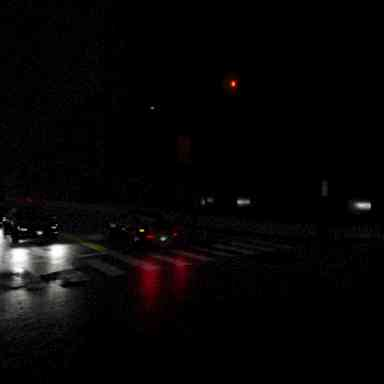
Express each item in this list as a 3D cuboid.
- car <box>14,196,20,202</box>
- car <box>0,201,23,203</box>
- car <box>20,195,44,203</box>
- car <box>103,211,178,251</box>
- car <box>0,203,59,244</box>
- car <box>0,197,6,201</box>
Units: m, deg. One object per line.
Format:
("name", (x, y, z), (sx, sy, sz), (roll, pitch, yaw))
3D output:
("car", (-28.860, 1.429, 56.271), (1.994, 1.385, 4.181), (0, 0, -36))
("car", (-13.365, 1.562, 23.643), (1.895, 1.301, 4.718), (0, 0, -36))
("car", (-22.925, 1.239, 48.128), (2.097, 1.767, 4.553), (0, 0, -36))
("car", (-2.293, 1.518, 14.223), (1.812, 1.442, 4.674), (0, 0, -33))
("car", (-7.910, 1.491, 16.159), (1.837, 1.490, 4.892), (0, 0, -36))
("car", (-19.214, 1.461, 31.685), (1.812, 1.442, 4.674), (0, 0, -36))
